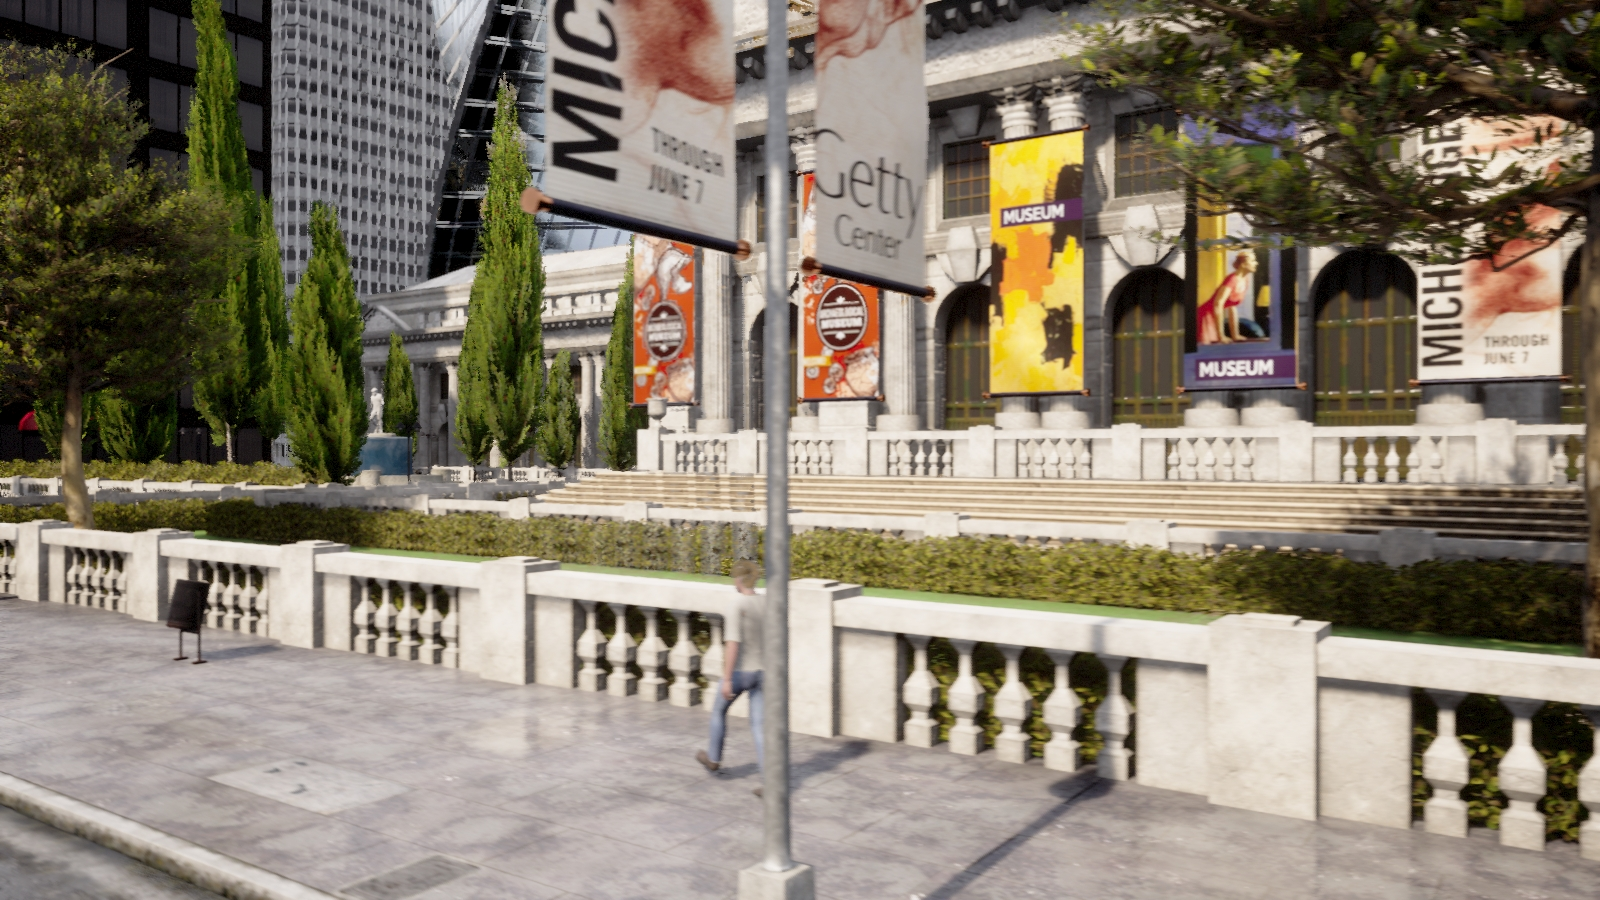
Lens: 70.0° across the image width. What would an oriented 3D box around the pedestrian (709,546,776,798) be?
[{"bbox_3d":[-0.451,1.698,8.878,0.375,1.860,0.375,0,0,-37],"label":"pedestrian"}]
